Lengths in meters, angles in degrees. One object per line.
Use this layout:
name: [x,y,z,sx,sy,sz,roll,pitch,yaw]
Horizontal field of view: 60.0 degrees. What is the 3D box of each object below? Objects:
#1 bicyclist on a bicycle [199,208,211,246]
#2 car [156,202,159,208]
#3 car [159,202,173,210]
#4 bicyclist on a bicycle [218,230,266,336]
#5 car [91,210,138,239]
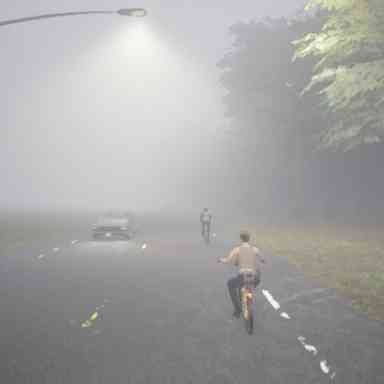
bicyclist on a bicycle: [0.622,1.546,14.941,0.582,1.620,1.656,0,-1,-2]
car: [-6.857,2.853,73.604,2.033,1.411,5.357,0,-1,-11]
car: [-4.478,2.531,59.723,1.837,1.490,4.892,0,-1,-8]
bicyclist on a bicycle: [0.891,1.452,5.729,0.866,1.612,1.509,0,0,-1]
car: [-4.093,1.689,18.492,2.033,1.411,5.357,0,-1,-3]
